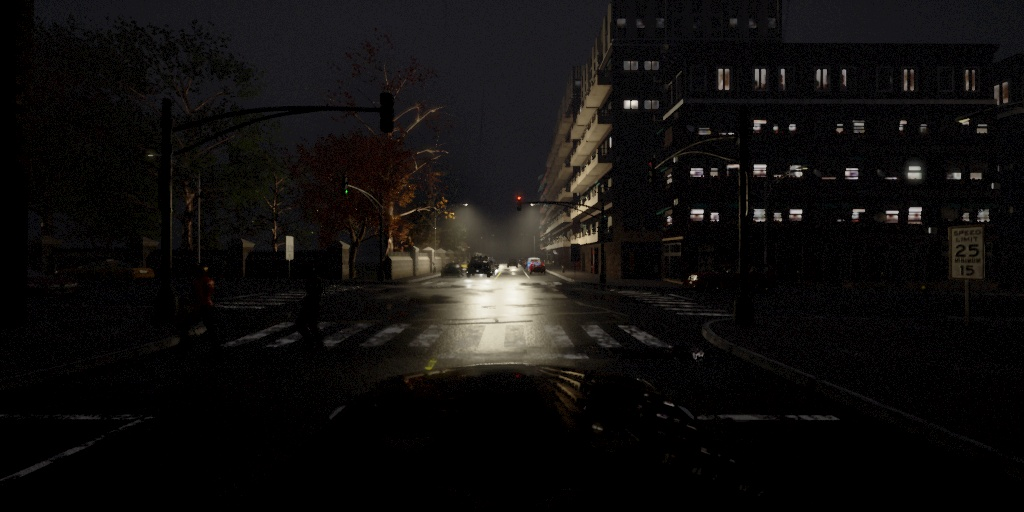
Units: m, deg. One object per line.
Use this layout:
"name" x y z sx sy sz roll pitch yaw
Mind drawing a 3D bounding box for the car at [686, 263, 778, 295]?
"car" 13.485 1.353 22.046 5.009 1.841 2.192 0 0 0

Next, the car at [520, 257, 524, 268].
"car" 2.789 1.230 56.927 1.967 1.591 4.097 0 0 0

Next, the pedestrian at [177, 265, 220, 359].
"pedestrian" -6.018 1.044 6.893 0.375 1.860 0.375 0 0 0

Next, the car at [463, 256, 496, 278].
"car" -3.027 0.986 34.707 2.150 2.045 5.566 0 0 1

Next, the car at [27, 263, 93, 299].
"car" -18.942 1.007 13.414 4.207 1.307 1.802 0 0 0

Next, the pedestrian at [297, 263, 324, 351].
"pedestrian" -4.203 1.040 7.490 0.375 1.860 0.375 0 0 0

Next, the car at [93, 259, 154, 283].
"car" -24.708 0.883 21.750 4.829 1.417 1.751 0 0 0

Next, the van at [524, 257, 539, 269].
"van" 2.769 1.116 45.667 1.690 1.789 3.998 0 0 0

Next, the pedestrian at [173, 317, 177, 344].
"pedestrian" -7.341 1.425 8.100 0.500 1.100 0.500 0 0 0

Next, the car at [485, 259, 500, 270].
"car" -2.988 1.279 56.126 2.128 1.511 4.902 0 0 0

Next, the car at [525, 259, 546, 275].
"car" 2.759 1.314 40.036 1.888 1.381 4.507 0 0 0

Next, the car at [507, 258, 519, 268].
"car" 0.109 1.304 62.711 1.837 1.490 4.892 0 0 0

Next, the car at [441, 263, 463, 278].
"car" -5.632 1.330 34.421 1.948 1.339 4.313 0 0 0

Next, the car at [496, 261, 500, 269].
"car" -3.021 1.322 44.975 2.033 1.411 5.357 0 0 0
